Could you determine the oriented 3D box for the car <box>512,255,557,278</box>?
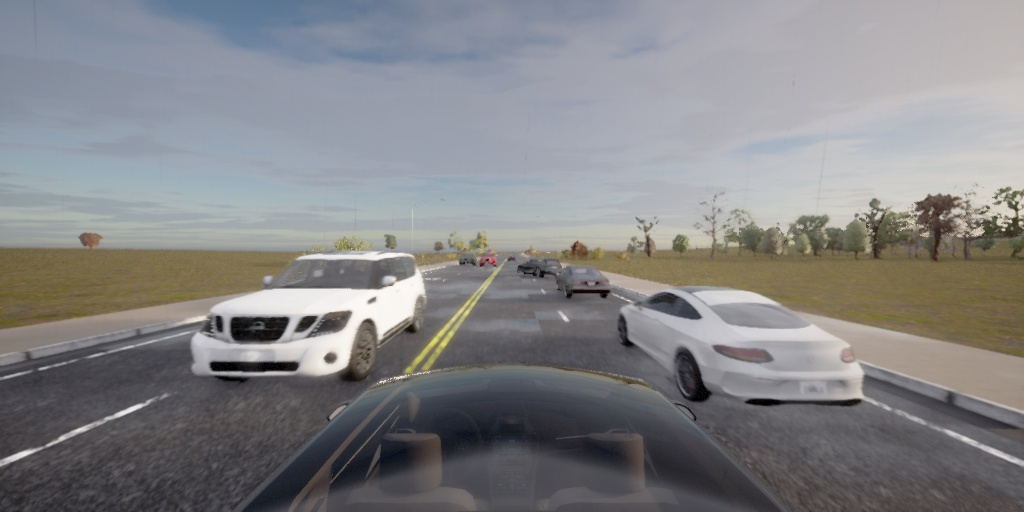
[{"bbox_3d":[2.249,0.896,29.663,2.033,1.649,4.856,0,1,-26],"label":"car"}]

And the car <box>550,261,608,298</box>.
[{"bbox_3d":[3.245,1.141,17.166,2.033,1.411,5.357,0,1,0],"label":"car"}]

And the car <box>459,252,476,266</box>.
[{"bbox_3d":[-6.561,0.430,53.978,2.150,2.045,5.566,0,1,1],"label":"car"}]

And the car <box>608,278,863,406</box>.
[{"bbox_3d":[3.248,1.231,6.167,1.812,1.442,4.674,0,1,0],"label":"car"}]

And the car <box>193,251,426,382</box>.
[{"bbox_3d":[-3.351,0.914,7.385,2.150,2.045,5.566,0,1,0],"label":"car"}]

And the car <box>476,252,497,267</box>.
[{"bbox_3d":[-3.315,0.464,50.409,2.150,2.045,5.566,0,1,1],"label":"car"}]
